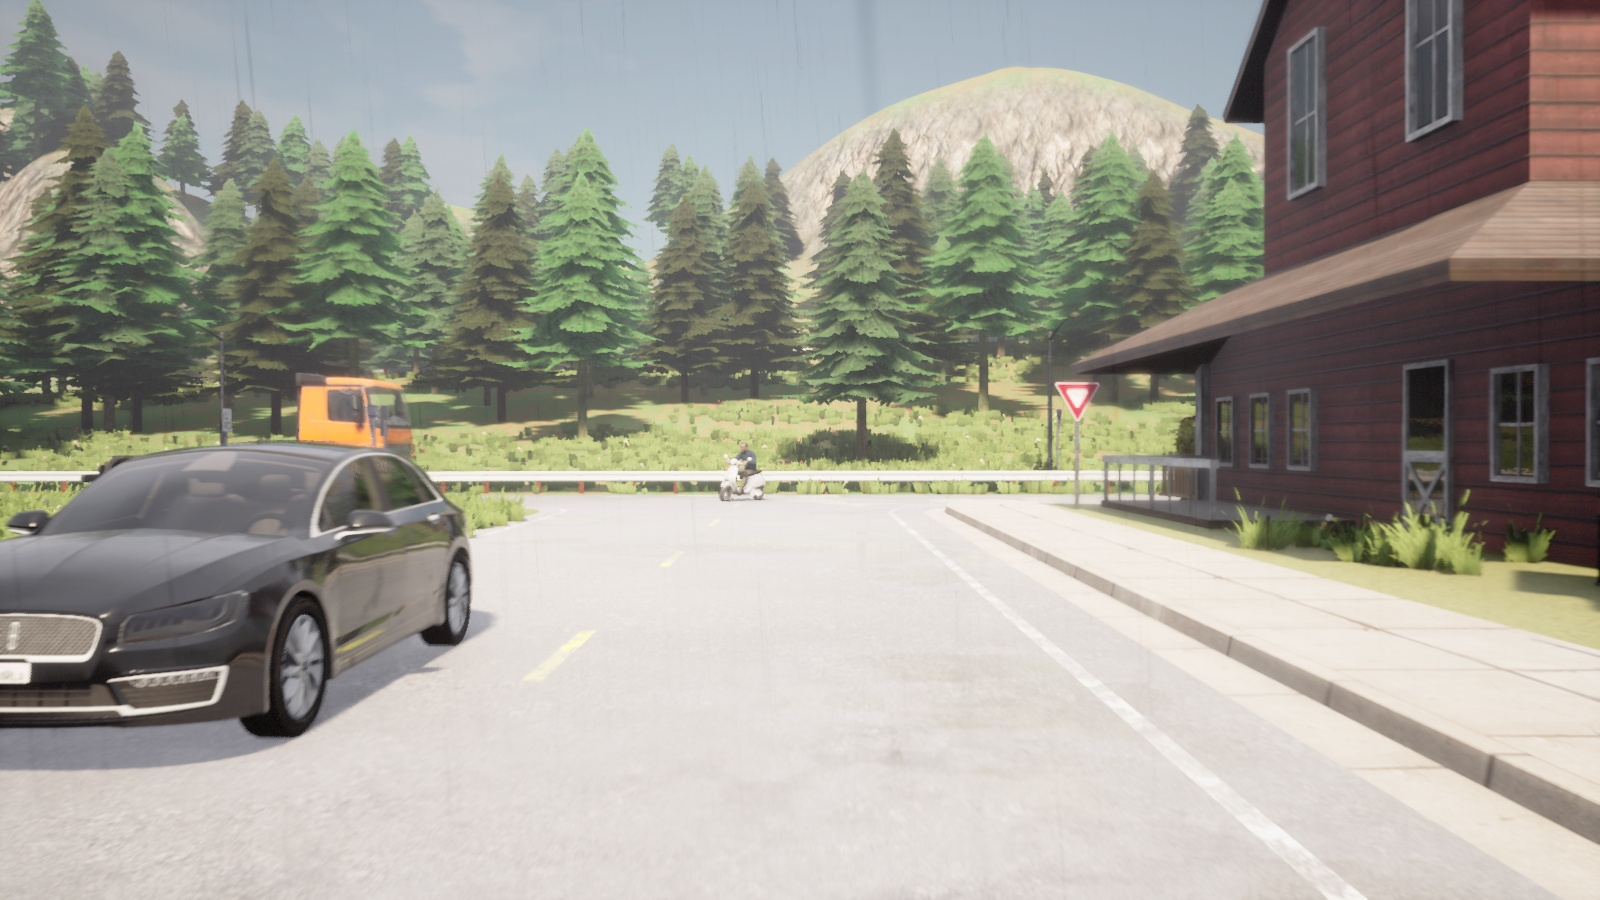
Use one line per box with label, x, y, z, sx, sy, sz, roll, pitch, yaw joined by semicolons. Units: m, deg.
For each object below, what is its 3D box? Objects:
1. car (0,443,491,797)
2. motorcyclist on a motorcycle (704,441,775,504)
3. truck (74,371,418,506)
car;-3.441;0.705;7.743;1.837;1.490;4.892;0;0;0
motorcyclist on a motorcycle;-1.592;0.581;33.482;0.866;1.590;1.817;3;1;38
truck;-14.630;-0.297;33.626;7.936;3.462;2.891;0;0;0
